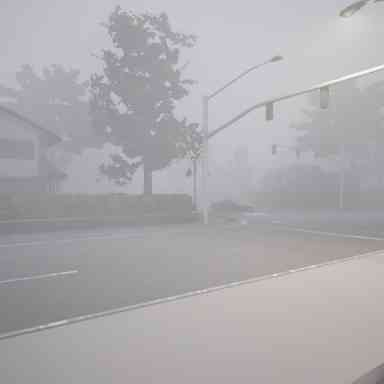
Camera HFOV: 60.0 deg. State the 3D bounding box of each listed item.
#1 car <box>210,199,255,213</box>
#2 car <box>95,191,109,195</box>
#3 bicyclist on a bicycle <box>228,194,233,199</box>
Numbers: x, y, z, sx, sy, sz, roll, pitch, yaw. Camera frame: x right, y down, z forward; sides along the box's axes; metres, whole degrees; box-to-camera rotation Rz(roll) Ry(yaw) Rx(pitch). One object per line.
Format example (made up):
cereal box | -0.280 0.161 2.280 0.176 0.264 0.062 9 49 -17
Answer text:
car | 4.235 1.457 35.633 2.033 1.411 5.357 0 0 -36
car | -20.436 0.852 75.241 2.150 2.045 5.566 0 0 -36
bicyclist on a bicycle | 5.885 1.173 51.080 1.656 1.620 0.582 0 0 -36
